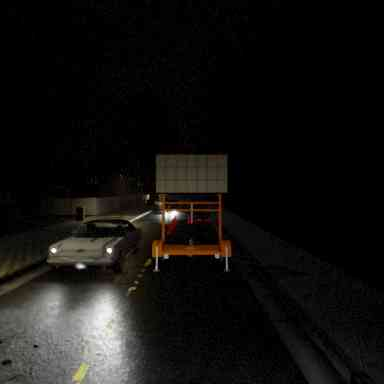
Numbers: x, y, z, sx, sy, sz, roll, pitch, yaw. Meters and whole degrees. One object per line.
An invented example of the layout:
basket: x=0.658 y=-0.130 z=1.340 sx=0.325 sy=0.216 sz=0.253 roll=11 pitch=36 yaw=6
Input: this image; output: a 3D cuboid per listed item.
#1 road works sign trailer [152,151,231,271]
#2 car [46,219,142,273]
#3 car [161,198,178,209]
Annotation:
road works sign trailer: x=-0.008 y=0.463 z=10.842 sx=2.380 sy=3.560 sz=2.880 roll=0 pitch=0 yaw=0
car: x=-2.858 y=1.600 z=10.749 sx=1.895 sy=1.301 sz=4.718 roll=0 pitch=0 yaw=0
car: x=-2.783 y=1.501 z=42.048 sx=2.128 sy=1.511 sz=4.902 roll=0 pitch=0 yaw=0
